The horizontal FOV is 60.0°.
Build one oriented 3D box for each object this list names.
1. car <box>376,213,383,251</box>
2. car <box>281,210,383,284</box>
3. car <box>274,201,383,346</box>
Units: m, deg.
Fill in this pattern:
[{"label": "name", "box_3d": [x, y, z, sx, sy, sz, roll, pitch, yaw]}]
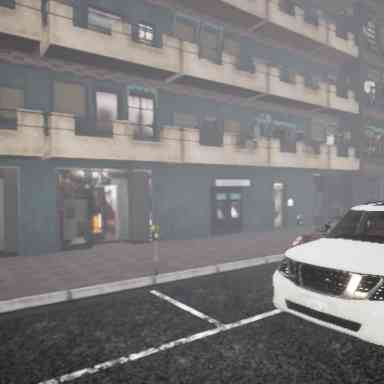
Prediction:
[{"label": "car", "box_3d": [9.447, 1.512, 13.300, 4.507, 1.381, 1.887, 0, -1, -35]}, {"label": "car", "box_3d": [4.816, 1.419, 10.002, 4.097, 1.590, 1.967, 0, -1, -35]}, {"label": "car", "box_3d": [3.993, 1.207, 6.221, 5.566, 2.045, 2.150, 0, 0, -35]}]
